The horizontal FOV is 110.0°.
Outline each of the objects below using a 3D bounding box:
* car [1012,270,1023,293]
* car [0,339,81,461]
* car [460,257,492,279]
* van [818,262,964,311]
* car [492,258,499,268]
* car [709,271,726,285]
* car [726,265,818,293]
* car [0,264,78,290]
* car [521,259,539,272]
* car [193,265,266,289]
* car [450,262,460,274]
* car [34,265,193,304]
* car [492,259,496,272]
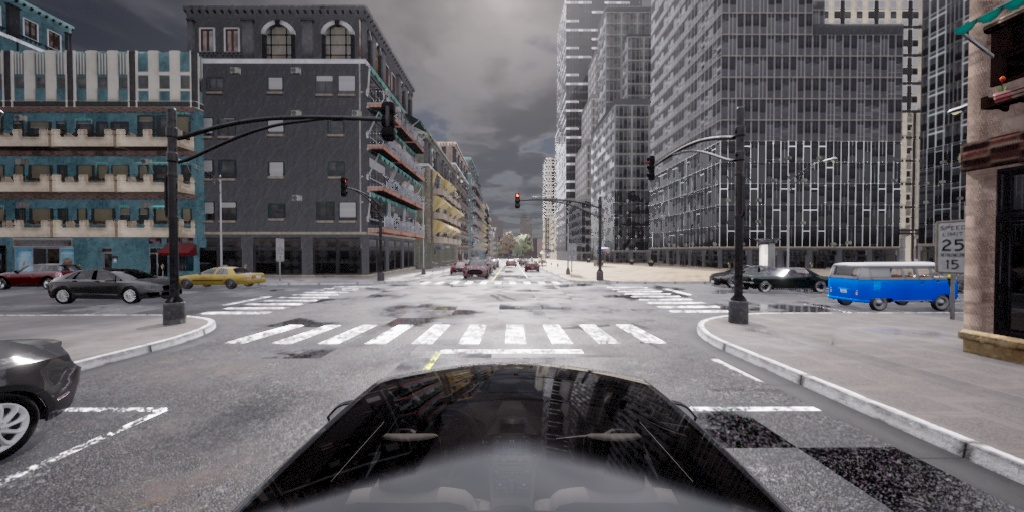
[{"bbox_3d":[25.302,1.215,19.692,5.357,1.411,2.033,0,1,0],"label":"car"},{"bbox_3d":[-5.690,1.300,2.149,2.007,1.370,4.403,0,0,0],"label":"car"},{"bbox_3d":[-3.164,1.095,32.498,2.097,1.767,4.553,0,0,-1],"label":"car"},{"bbox_3d":[14.656,1.116,13.865,3.998,1.789,1.690,0,0,0],"label":"van"},{"bbox_3d":[-3.238,1.342,51.590,1.895,1.301,4.718,0,0,0],"label":"car"},{"bbox_3d":[14.618,1.214,22.245,4.313,1.339,1.948,0,0,0],"label":"car"},{"bbox_3d":[14.805,1.288,19.646,4.718,1.301,1.895,0,1,0],"label":"car"},{"bbox_3d":[-28.837,1.188,22.046,4.097,1.591,1.967,0,0,0],"label":"car"},{"bbox_3d":[2.529,1.286,45.946,1.888,1.381,4.507,0,0,0],"label":"car"},{"bbox_3d":[-17.940,1.245,22.096,4.829,1.417,1.751,0,0,0],"label":"car"},{"bbox_3d":[-5.801,1.287,40.215,1.888,1.381,4.507,0,0,0],"label":"car"},{"bbox_3d":[-17.898,1.313,16.293,4.892,1.490,1.837,0,1,0],"label":"car"},{"bbox_3d":[-3.212,1.342,41.527,1.895,1.301,4.718,0,0,0],"label":"car"}]
